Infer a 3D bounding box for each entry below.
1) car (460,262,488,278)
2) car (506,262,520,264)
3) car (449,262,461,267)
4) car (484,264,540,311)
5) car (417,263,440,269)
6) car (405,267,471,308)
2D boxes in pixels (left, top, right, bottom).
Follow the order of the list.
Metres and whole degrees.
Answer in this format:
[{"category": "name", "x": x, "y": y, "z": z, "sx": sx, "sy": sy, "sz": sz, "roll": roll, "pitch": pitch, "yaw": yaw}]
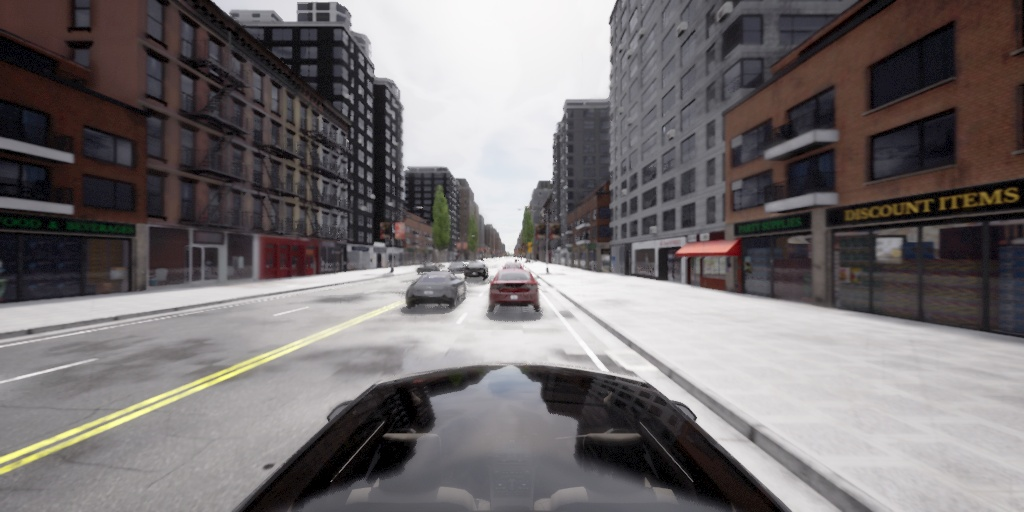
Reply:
[{"category": "car", "x": -3.164, "y": 1.325, "z": 32.546, "sx": 1.882, "sy": 1.535, "sz": 5.008, "roll": 0, "pitch": 0, "yaw": 0}, {"category": "car", "x": 0.087, "y": 1.326, "z": 32.688, "sx": 1.882, "sy": 1.535, "sz": 5.008, "roll": 0, "pitch": 0, "yaw": 0}, {"category": "car", "x": -6.602, "y": 1.404, "z": 43.264, "sx": 1.812, "sy": 1.442, "sz": 4.674, "roll": 0, "pitch": 0, "yaw": 0}, {"category": "car", "x": 0.086, "y": 1.270, "z": 14.796, "sx": 1.882, "sy": 1.535, "sz": 5.008, "roll": 0, "pitch": 0, "yaw": 0}, {"category": "car", "x": -9.854, "y": 1.477, "z": 42.473, "sx": 1.895, "sy": 1.301, "sz": 4.718, "roll": 0, "pitch": 0, "yaw": 0}, {"category": "car", "x": -3.163, "y": 1.359, "z": 15.602, "sx": 1.994, "sy": 1.385, "sz": 4.181, "roll": 0, "pitch": 0, "yaw": 0}]
